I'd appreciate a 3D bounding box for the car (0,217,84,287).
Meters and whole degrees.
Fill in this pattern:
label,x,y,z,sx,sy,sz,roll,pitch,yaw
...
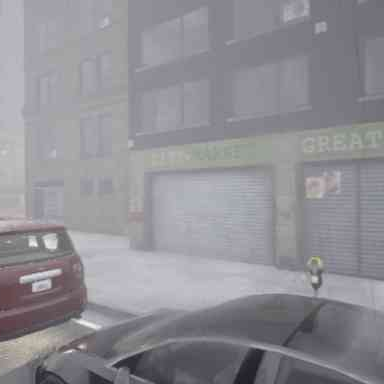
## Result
label,x,y,z,sx,sy,sz,roll,pitch,yaw
car,-3.988,1.382,5.919,5.009,1.841,2.192,-1,0,35

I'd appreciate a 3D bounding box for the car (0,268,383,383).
label,x,y,z,sx,sy,sz,roll,pitch,yaw
car,0.513,1.577,2.713,4.313,1.339,1.947,-1,0,35
